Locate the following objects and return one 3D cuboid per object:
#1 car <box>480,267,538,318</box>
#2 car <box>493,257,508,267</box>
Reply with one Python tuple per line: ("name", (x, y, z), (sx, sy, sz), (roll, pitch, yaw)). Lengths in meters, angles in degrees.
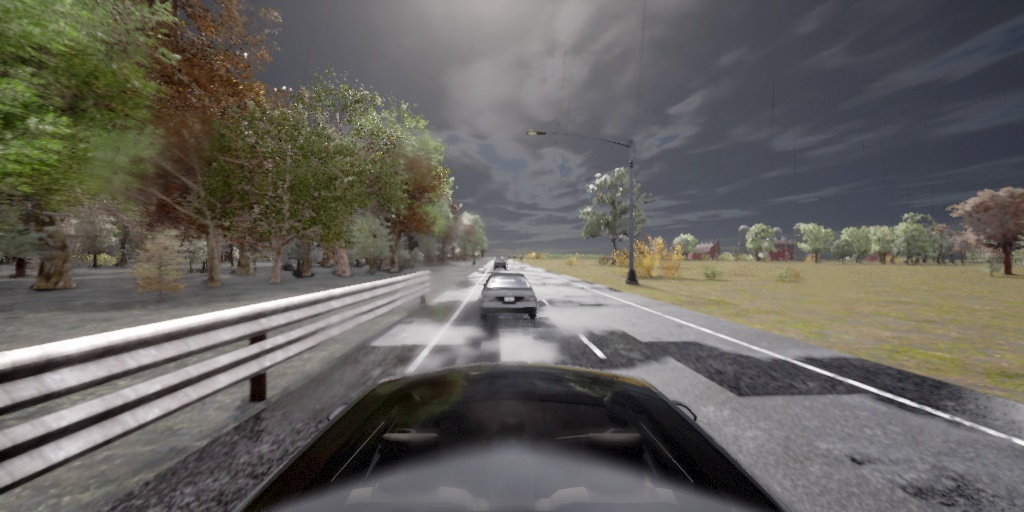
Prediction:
("car", (-0.178, 1.305, 12.943), (2.033, 1.411, 5.357), (0, 0, -2))
("car", (-1.771, 1.275, 53.269), (1.837, 1.490, 4.892), (0, 0, -2))
